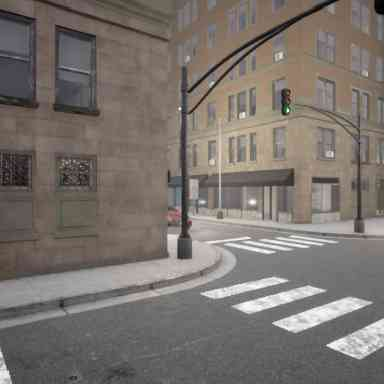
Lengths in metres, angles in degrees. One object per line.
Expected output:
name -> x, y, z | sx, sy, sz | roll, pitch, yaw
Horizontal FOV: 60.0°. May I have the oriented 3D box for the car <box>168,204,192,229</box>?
car -> -1.890, 1.427, 19.828 | 1.812, 1.442, 4.674 | 0, 0, -36
